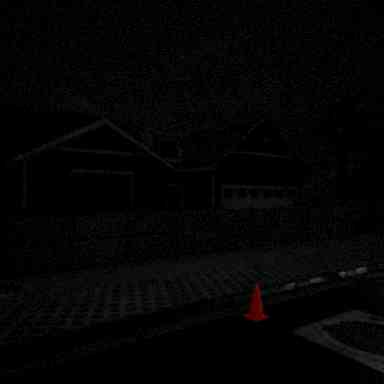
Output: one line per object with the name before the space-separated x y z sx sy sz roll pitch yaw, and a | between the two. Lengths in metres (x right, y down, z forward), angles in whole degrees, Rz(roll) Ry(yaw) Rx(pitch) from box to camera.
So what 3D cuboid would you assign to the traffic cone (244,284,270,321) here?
traffic cone | 1.171 1.960 6.017 0.340 0.580 0.340 0 0 -34
